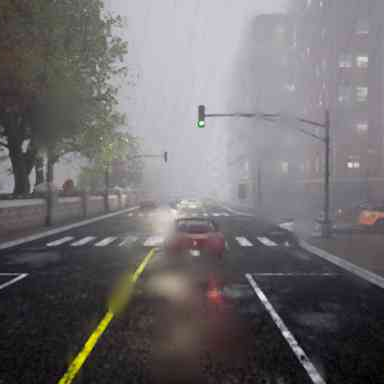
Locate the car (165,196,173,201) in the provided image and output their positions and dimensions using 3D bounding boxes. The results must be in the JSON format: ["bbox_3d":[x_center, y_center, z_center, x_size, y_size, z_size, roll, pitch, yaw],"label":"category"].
[{"bbox_3d":[-5.683,1.560,83.274,1.802,1.307,4.206,0,0,0],"label":"car"}]

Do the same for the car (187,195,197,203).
[{"bbox_3d":[0.009,1.565,70.290,1.895,1.301,4.718,0,0,0],"label":"car"}]

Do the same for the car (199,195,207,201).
[{"bbox_3d":[2.697,1.523,83.274,1.887,1.381,4.507,0,0,0],"label":"car"}]

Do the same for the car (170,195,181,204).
[{"bbox_3d":[-3.017,1.523,61.644,2.033,1.411,5.357,0,0,1],"label":"car"}]

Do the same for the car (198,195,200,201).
[{"bbox_3d":[2.694,1.526,61.133,2.008,1.369,4.403,0,0,0],"label":"car"}]

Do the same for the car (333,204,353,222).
[{"bbox_3d":[14.618,1.569,27.952,5.009,1.841,2.192,1,-1,0],"label":"car"}]

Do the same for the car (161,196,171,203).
[{"bbox_3d":[-5.685,1.558,72.203,1.802,1.307,4.206,0,0,0],"label":"car"}]

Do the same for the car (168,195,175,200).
[{"bbox_3d":[-5.682,1.508,94.174,1.752,1.417,4.829,0,0,0],"label":"car"}]

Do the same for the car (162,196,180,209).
[{"bbox_3d":[-3.081,1.576,44.826,1.895,1.301,4.718,0,0,0],"label":"car"}]

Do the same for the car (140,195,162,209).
[{"bbox_3d":[-5.689,1.290,44.527,2.192,1.841,5.009,0,0,0],"label":"car"}]

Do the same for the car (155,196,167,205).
[{"bbox_3d":[-5.686,1.520,61.133,1.887,1.381,4.507,0,0,0],"label":"car"}]

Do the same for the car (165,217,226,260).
[{"bbox_3d":[0.101,1.592,12.412,1.895,1.301,4.718,0,0,0],"label":"car"}]

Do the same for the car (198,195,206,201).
[{"bbox_3d":[2.697,1.525,88.809,1.887,1.381,4.507,0,0,0],"label":"car"}]

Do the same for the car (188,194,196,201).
[{"bbox_3d":[0.010,1.367,80.264,1.882,1.535,5.008,0,0,0],"label":"car"}]

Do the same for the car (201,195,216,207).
[{"bbox_3d":[2.693,1.500,50.232,1.752,1.417,4.829,0,0,0],"label":"car"}]

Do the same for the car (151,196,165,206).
[{"bbox_3d":[-5.687,1.415,55.598,1.967,1.590,4.097,0,0,0],"label":"car"}]

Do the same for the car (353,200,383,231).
[{"bbox_3d":[13.706,1.617,22.137,4.553,1.767,2.097,1,0,-1],"label":"car"}]
